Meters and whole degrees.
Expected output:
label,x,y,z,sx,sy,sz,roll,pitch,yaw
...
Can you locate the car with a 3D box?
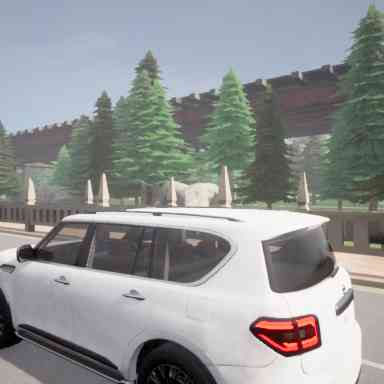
label,x,y,z,sx,sy,sz,roll,pitch,yaw
car,-0.790,1.221,4.574,5.566,2.045,2.150,0,0,36
